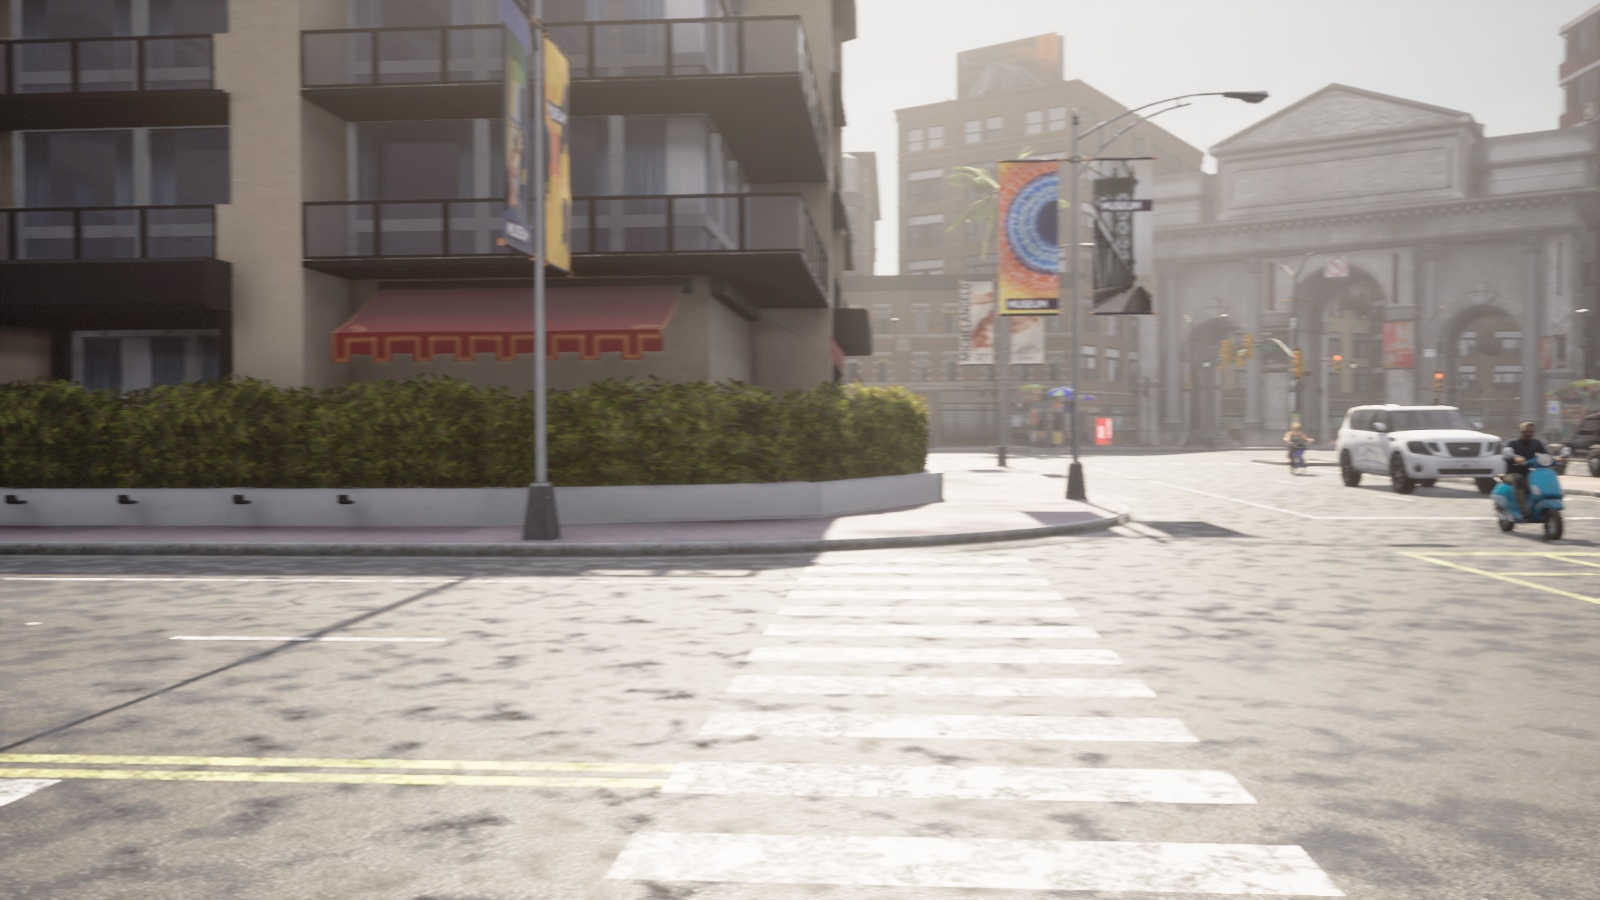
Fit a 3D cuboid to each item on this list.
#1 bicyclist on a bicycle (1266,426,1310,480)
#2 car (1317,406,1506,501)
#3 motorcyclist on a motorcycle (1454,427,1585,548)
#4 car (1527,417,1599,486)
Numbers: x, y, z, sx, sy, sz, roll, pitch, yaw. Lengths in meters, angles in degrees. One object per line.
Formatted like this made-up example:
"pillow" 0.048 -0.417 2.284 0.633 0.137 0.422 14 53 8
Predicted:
"bicyclist on a bicycle" 15.081 0.077 38.839 0.866 1.612 1.509 0 1 4
"car" 14.418 0.022 30.063 2.150 2.045 5.566 0 1 4
"motorcyclist on a motorcycle" 9.950 0.480 17.457 0.866 1.590 1.817 0 1 4
"car" 22.907 0.008 36.166 1.905 1.878 3.866 0 1 4
